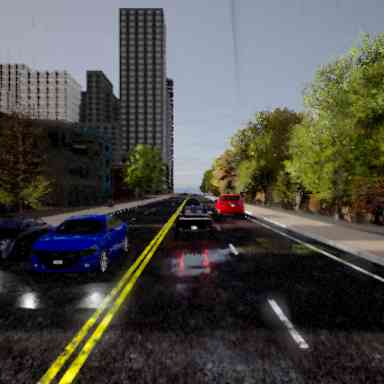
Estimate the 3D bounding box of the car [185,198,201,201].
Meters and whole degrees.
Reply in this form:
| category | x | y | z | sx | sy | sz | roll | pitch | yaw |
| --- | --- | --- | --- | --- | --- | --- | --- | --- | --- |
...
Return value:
| category | x | y | z | sx | sy | sz | roll | pitch | yaw |
| --- | --- | --- | --- | --- | --- | --- | --- | --- | --- |
| car | 0.123 | 1.468 | 42.383 | 1.882 | 1.535 | 5.008 | 0 | 0 | 0 |

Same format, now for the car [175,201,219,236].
| category | x | y | z | sx | sy | sz | roll | pitch | yaw |
| --- | --- | --- | --- | --- | --- | --- | --- | --- | --- |
| car | 0.110 | 1.490 | 18.369 | 2.128 | 1.511 | 4.902 | 0 | 0 | 0 |

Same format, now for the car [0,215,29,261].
| category | x | y | z | sx | sy | sz | roll | pitch | yaw |
| --- | --- | --- | --- | --- | --- | --- | --- | --- | --- |
| car | -6.587 | 1.564 | 12.096 | 1.994 | 1.385 | 4.181 | 0 | 0 | 0 |

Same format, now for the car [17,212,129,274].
| category | x | y | z | sx | sy | sz | roll | pitch | yaw |
| --- | --- | --- | --- | --- | --- | --- | --- | --- | --- |
| car | -3.340 | 1.477 | 10.783 | 1.882 | 1.535 | 5.008 | 0 | 0 | 0 |

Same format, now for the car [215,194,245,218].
| category | x | y | z | sx | sy | sz | roll | pitch | yaw |
| --- | --- | --- | --- | --- | --- | --- | --- | --- | --- |
| car | 3.368 | 1.217 | 30.094 | 2.150 | 2.045 | 5.566 | 0 | 0 | 0 |
